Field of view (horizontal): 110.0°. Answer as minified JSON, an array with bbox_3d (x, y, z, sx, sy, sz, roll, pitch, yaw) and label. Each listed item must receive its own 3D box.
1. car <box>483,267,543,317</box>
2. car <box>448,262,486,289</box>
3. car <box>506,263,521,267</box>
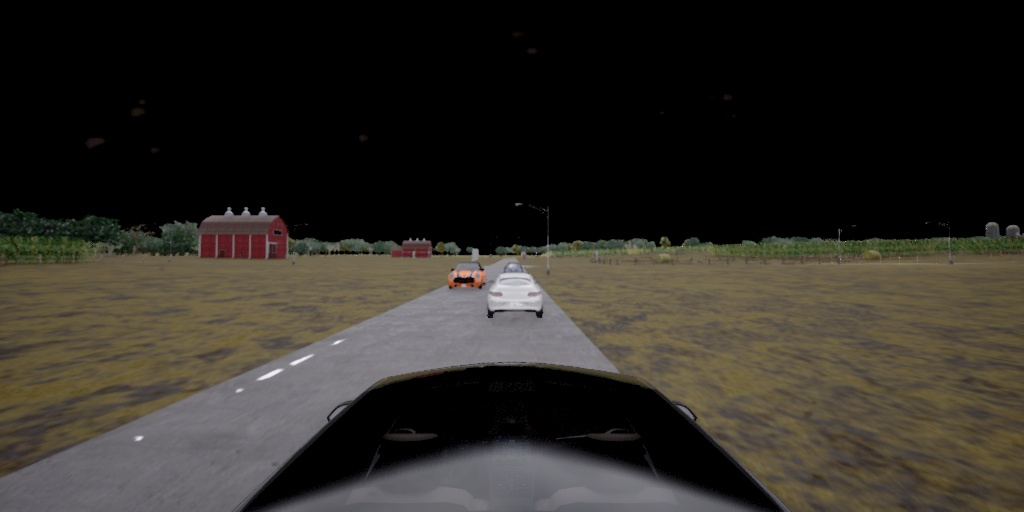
[{"bbox_3d":[0.105,1.324,13.287,1.812,1.442,4.674,0,0,0],"label":"car"},{"bbox_3d":[-2.821,1.159,23.341,2.097,1.767,4.553,0,0,0],"label":"car"},{"bbox_3d":[0.140,1.361,34.379,2.033,1.411,5.357,0,0,0],"label":"car"}]
